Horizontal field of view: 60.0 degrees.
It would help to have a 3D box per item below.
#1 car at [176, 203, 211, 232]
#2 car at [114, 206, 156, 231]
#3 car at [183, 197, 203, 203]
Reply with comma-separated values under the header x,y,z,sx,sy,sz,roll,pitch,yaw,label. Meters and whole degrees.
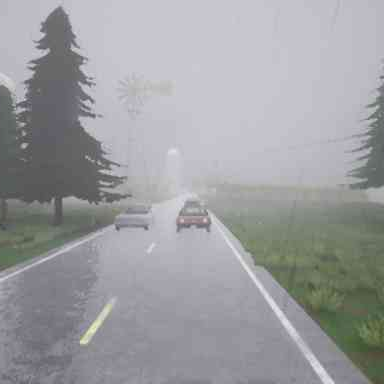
x,y,z,sx,sy,sz,roll,pitch,yaw,label
0.086,1.524,19.580,1.895,1.301,4.718,0,0,0,car
-3.312,1.525,20.013,1.895,1.301,4.718,0,0,0,car
0.074,1.362,36.646,1.837,1.490,4.892,0,0,0,car
